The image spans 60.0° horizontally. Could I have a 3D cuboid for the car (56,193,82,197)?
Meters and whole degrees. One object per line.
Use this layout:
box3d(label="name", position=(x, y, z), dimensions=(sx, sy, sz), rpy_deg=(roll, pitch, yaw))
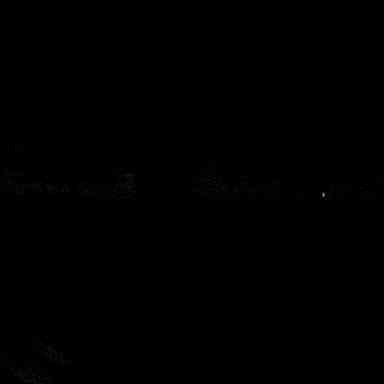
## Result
box3d(label="car", position=(-24.588, 1.317, 66.613), dimensions=(3.633, 1.501, 1.845), rpy_deg=(0, 0, -34))

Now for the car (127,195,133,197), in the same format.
box3d(label="car", position=(-13.202, 1.074, 82.163), dimensions=(3.866, 1.878, 1.905), rpy_deg=(0, 0, -34))

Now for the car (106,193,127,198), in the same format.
box3d(label="car", position=(-20.362, 1.151, 92.766), dimensions=(5.027, 1.636, 2.152), rpy_deg=(0, 0, -34))

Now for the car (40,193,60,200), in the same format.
box3d(label="car", position=(-36.525, 1.095, 85.640), dimensions=(4.605, 1.855, 1.932), rpy_deg=(0, 0, -34))

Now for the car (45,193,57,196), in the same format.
box3d(label="car", position=(-30.145, 1.296, 74.918), dimensions=(4.514, 1.523, 2.007), rpy_deg=(0, 0, -34))
